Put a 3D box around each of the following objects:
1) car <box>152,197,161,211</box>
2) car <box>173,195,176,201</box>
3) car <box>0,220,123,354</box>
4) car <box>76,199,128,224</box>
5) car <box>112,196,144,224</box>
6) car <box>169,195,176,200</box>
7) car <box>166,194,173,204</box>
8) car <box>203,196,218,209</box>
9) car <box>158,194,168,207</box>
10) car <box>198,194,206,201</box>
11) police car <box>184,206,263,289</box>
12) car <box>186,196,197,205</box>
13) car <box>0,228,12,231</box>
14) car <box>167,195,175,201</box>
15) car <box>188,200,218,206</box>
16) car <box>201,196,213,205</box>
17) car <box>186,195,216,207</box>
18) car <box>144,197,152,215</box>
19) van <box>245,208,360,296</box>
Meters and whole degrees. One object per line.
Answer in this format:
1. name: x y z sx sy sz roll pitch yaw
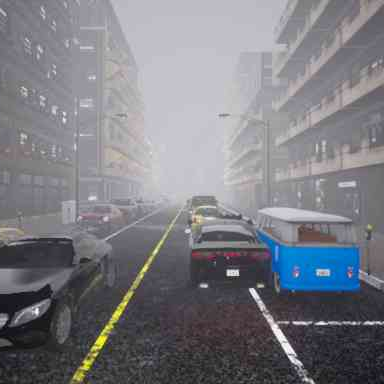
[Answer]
1. car: -5.308 1.587 41.650 1.802 1.307 4.206 1 0 0
2. car: -5.309 1.554 74.944 2.008 1.369 4.403 1 0 0
3. car: -2.749 1.527 6.353 1.812 1.442 4.674 0 0 0
4. car: -5.305 1.443 19.454 1.967 1.590 4.097 1 0 0
5. car: -5.303 1.319 25.003 2.192 1.841 5.009 1 0 0
6. car: -5.310 1.584 91.591 1.802 1.307 4.206 1 0 0
7. car: -5.305 1.319 63.846 2.192 1.841 5.009 1 0 0
8. car: 2.574 1.445 47.220 1.967 1.590 4.097 1 0 0
9. car: -5.307 1.530 52.578 1.752 1.417 4.829 1 0 0
10. car: 2.572 1.442 86.064 1.967 1.590 4.097 1 0 0
11. police car: 0.826 1.427 9.286 1.930 1.638 5.238 0 0 0
12. car: -0.002 1.482 59.284 1.882 1.535 5.008 0 0 0
13. car: -5.305 1.527 8.186 1.752 1.417 4.829 1 0 0
14. car: -5.310 1.584 86.042 1.802 1.307 4.206 1 0 0
15. car: 0.825 1.458 19.367 1.801 1.575 5.366 0 0 0
16. car: 2.573 1.530 58.488 1.752 1.417 4.829 1 0 0
17. car: 0.825 1.228 25.208 2.150 2.045 5.566 0 0 0
18. car: -5.304 1.319 30.552 2.192 1.841 5.009 1 0 0
19. van: 2.577 1.342 8.376 1.690 1.788 3.998 1 0 0
